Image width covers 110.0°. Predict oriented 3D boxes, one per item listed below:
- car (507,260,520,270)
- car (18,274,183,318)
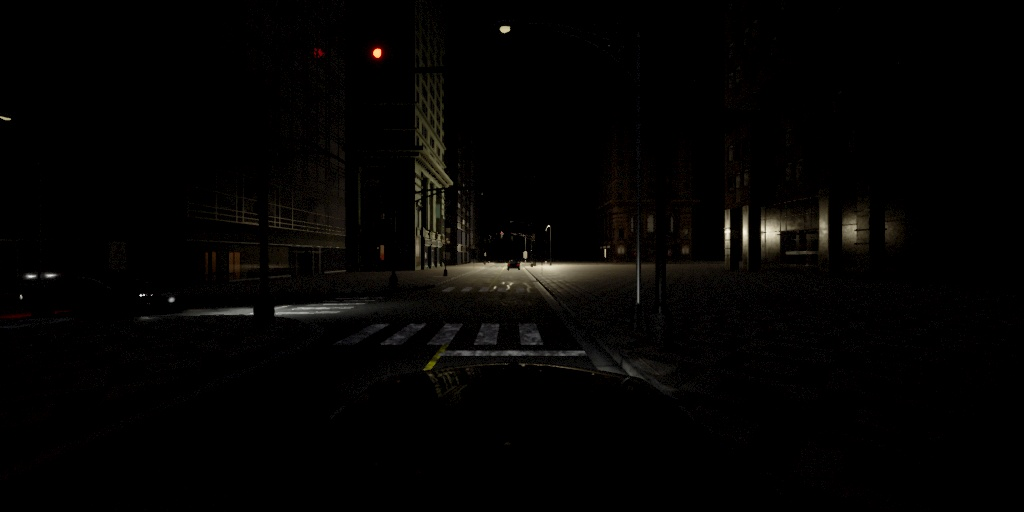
[{"bbox_3d":[0.245,1.308,52.986,2.033,1.411,5.357,0,0,0],"label":"car"},{"bbox_3d":[-15.555,1.452,13.737,4.902,1.511,2.128,-1,0,-1],"label":"car"}]
